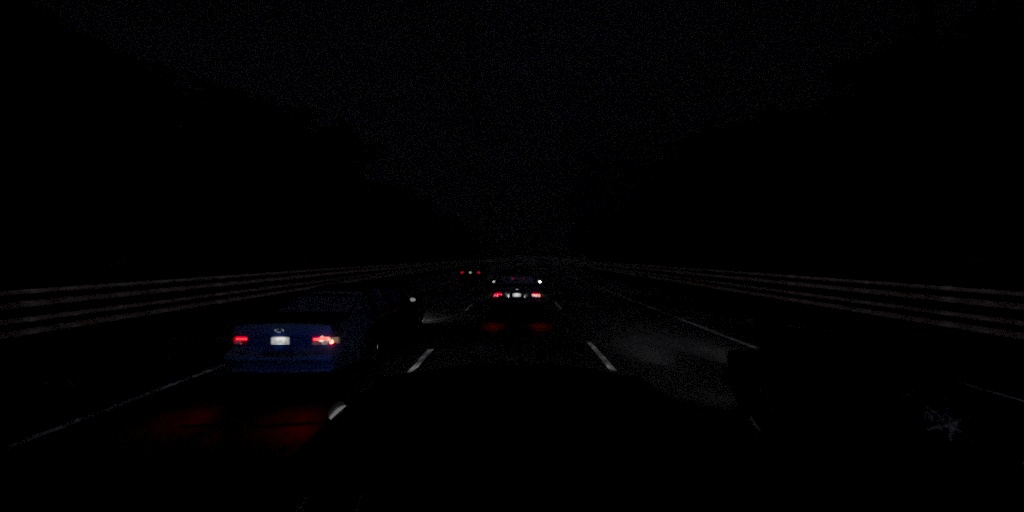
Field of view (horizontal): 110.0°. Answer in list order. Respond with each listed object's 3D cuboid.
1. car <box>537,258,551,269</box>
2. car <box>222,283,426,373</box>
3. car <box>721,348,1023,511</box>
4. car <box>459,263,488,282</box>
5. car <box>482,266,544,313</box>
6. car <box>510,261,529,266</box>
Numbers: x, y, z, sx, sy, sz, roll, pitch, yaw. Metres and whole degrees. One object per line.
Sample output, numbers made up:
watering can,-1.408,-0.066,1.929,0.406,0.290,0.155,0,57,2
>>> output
car,5.130,1.388,57.742,1.994,1.385,4.181,0,0,3
car,-3.373,1.283,7.751,2.033,1.411,5.357,0,0,0
car,3.501,1.352,2.265,1.895,1.301,4.718,0,0,0
car,-3.006,1.278,29.048,2.033,1.411,5.357,0,0,2
car,0.183,1.277,13.828,2.033,1.411,5.357,0,0,1
car,0.793,1.276,37.912,1.812,1.442,4.674,0,0,2
